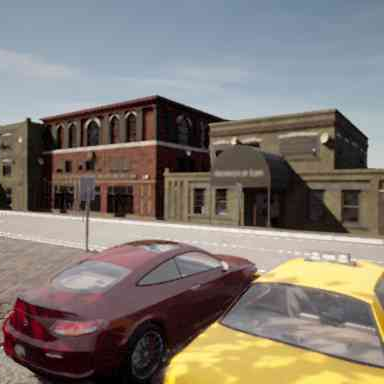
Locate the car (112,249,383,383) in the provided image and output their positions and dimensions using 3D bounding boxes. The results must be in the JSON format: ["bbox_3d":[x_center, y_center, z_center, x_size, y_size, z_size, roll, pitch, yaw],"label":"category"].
[{"bbox_3d":[1.770,1.477,4.111,1.946,1.575,5.366,0,0,35],"label":"car"}]

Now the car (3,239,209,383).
[{"bbox_3d":[-0.498,1.519,5.481,2.002,1.452,4.674,0,1,36],"label":"car"}]
